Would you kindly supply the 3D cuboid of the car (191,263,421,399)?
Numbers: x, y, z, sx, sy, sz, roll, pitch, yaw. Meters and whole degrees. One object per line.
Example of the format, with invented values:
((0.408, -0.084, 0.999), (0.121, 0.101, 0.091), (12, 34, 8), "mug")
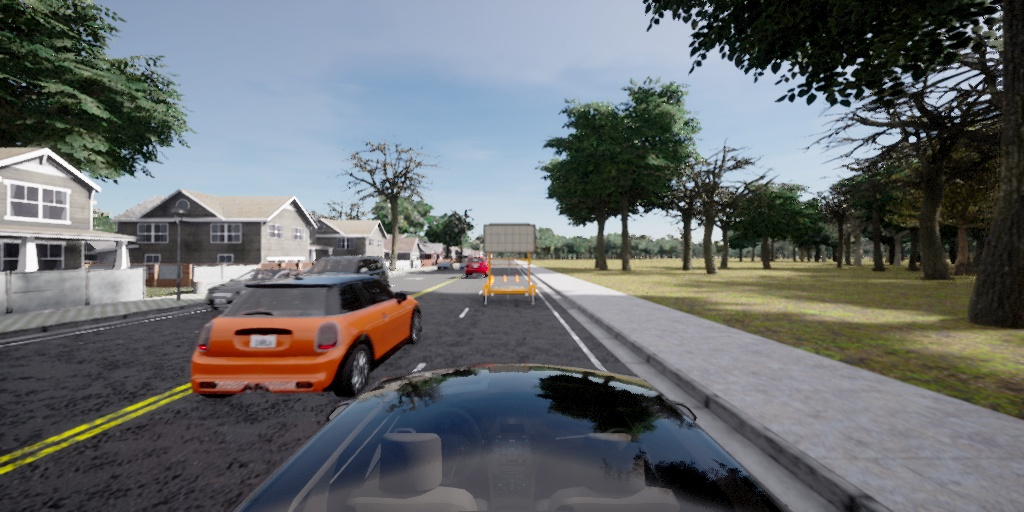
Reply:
((-3.186, 1.118, 6.692), (2.097, 1.767, 4.553), (0, 0, 0), "car")

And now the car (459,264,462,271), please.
((-6.983, 1.506, 55.254), (2.033, 1.411, 5.357), (0, 0, 0), "car")

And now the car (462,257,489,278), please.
((-3.414, 1.101, 36.385), (2.150, 2.045, 5.566), (0, 0, 0), "car")

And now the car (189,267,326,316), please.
((-9.946, 1.288, 14.675), (2.128, 1.511, 4.902), (0, 0, 0), "car")

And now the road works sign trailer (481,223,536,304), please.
((-0.110, 0.264, 16.558), (2.380, 3.560, 2.880), (0, 0, 0), "road works sign trailer")

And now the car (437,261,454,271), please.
((-10.233, 1.507, 55.228), (2.033, 1.411, 5.357), (0, 0, 0), "car")

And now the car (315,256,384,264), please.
((-6.694, 1.015, 14.380), (2.150, 2.045, 5.566), (0, 0, 0), "car")
